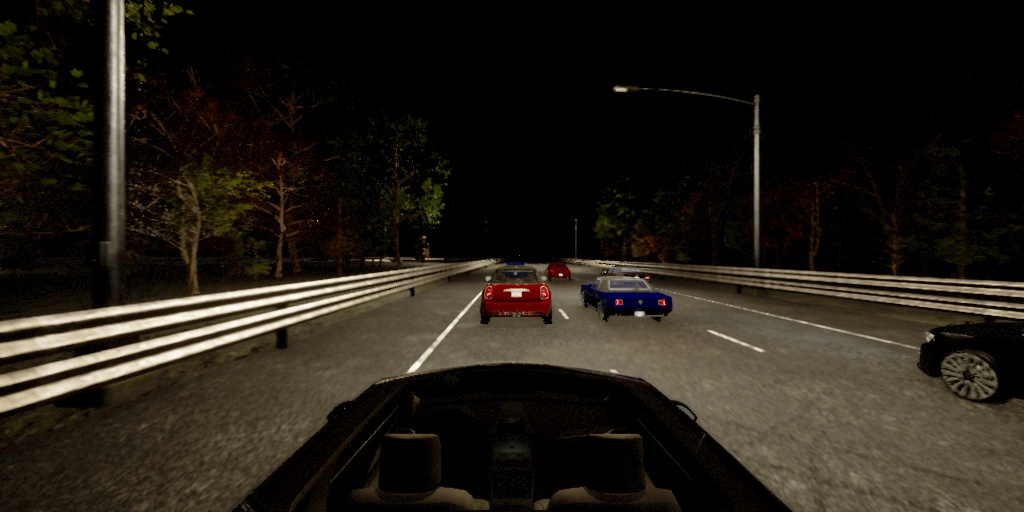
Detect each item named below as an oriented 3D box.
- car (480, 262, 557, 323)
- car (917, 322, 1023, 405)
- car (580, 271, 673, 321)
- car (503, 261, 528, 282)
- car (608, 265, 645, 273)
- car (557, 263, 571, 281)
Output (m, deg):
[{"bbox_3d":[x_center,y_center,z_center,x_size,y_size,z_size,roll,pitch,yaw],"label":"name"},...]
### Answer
[{"bbox_3d":[0.138,1.103,12.190,2.097,1.767,4.553,0,0,0],"label":"car"},{"bbox_3d":[7.107,1.243,3.408,2.128,1.511,4.902,0,0,0],"label":"car"},{"bbox_3d":[3.635,1.352,12.392,1.895,1.301,4.718,0,0,0],"label":"car"},{"bbox_3d":[0.306,1.229,30.253,1.882,1.535,5.008,0,0,1],"label":"car"},{"bbox_3d":[7.218,1.300,23.154,2.033,1.411,5.357,0,0,1],"label":"car"},{"bbox_3d":[3.803,1.277,29.981,1.812,1.442,4.674,0,0,1],"label":"car"}]
